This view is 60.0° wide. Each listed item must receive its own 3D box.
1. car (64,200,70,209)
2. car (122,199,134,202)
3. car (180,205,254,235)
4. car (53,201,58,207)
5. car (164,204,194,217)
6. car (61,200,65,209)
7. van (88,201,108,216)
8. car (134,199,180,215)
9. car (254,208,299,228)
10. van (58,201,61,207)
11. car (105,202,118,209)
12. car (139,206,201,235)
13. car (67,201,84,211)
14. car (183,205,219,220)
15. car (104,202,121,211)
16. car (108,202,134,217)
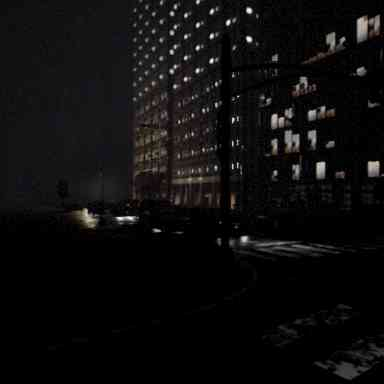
[{"bbox_3d":[-21.748,2.590,60.867,1.752,1.417,4.829,-1,-1,-27],"label":"car"},{"bbox_3d":[-9.267,2.030,48.943,2.150,2.045,5.566,0,-1,-27],"label":"car"},{"bbox_3d":[1.386,1.757,20.901,2.128,1.511,4.902,0,-1,-27],"label":"car"},{"bbox_3d":[-31.978,3.030,81.092,1.887,1.381,4.507,-1,-1,-27],"label":"car"},{"bbox_3d":[-1.652,2.185,39.706,1.947,1.339,4.313,-1,-1,-27],"label":"car"},{"bbox_3d":[-24.362,2.716,66.037,1.887,1.381,4.507,-1,-1,-27],"label":"car"},{"bbox_3d":[-11.672,2.003,40.946,1.690,1.788,3.998,-1,-1,-27],"label":"van"},{"bbox_3d":[-3.036,1.656,29.642,2.150,2.045,5.566,0,-1,-27],"label":"car"},{"bbox_3d":[5.964,1.877,24.650,2.008,1.369,4.403,-1,-1,-27],"label":"car"},{"bbox_3d":[-26.904,2.617,71.057,1.690,1.788,3.998,-1,-1,-27],"label":"van"},{"bbox_3d":[-16.884,2.809,69.818,1.802,1.307,4.206,-1,-1,-27],"label":"car"},{"bbox_3d":[-1.514,1.821,20.868,2.008,1.369,4.403,-1,-1,-27],"label":"car"},{"bbox_3d":[-19.285,2.515,55.999,2.008,1.369,4.403,-1,-1,-27],"label":"car"},{"bbox_3d":[0.887,2.086,34.688,1.947,1.339,4.313,-1,-1,-27],"label":"car"},{"bbox_3d":[-13.958,2.471,58.100,1.882,1.535,5.008,0,-1,-27],"label":"car"},{"bbox_3d":[-8.384,2.205,40.236,1.994,1.385,4.181,0,-1,-27],"label":"car"}]
